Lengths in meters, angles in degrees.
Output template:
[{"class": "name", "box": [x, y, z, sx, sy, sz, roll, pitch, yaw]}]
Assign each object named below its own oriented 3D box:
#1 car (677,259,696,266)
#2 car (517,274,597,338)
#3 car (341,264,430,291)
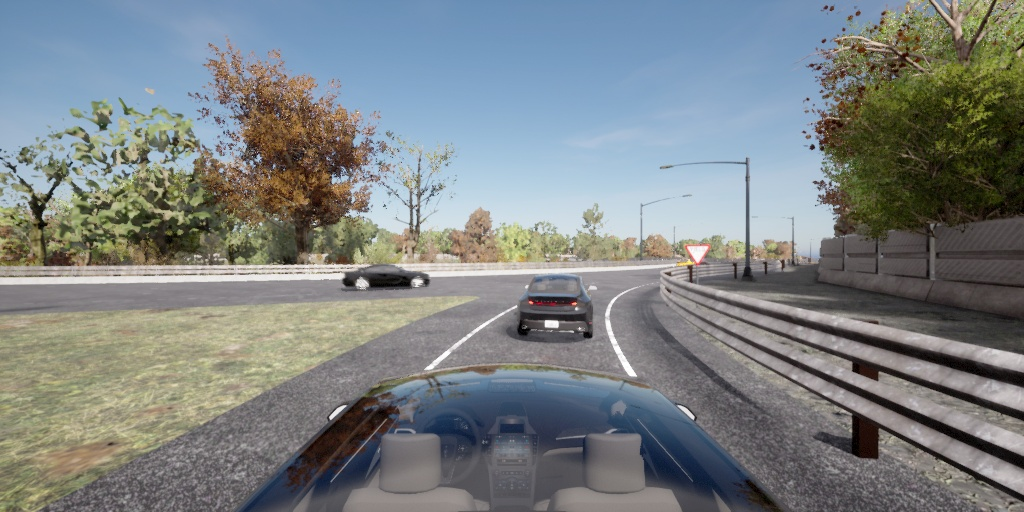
[{"class": "car", "box": [27.447, 1.220, 56.339, 1.882, 1.535, 5.008, 0, 0, 40]}, {"class": "car", "box": [1.345, 1.254, 10.275, 1.837, 1.490, 4.892, 0, 0, 11]}, {"class": "car", "box": [-7.522, 1.224, 21.630, 5.008, 1.535, 1.882, 0, 0, -23]}]
